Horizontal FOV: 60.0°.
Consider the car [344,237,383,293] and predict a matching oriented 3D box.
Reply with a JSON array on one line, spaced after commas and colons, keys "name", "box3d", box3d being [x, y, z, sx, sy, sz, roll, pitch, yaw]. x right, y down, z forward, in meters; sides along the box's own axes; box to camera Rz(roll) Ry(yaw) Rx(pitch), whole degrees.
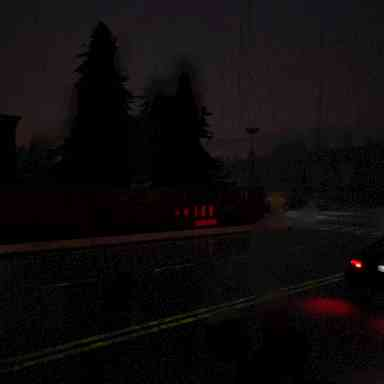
[{"name": "car", "box3d": [5.798, 1.547, 7.918, 5.357, 1.411, 2.033, 0, 0, -35]}]

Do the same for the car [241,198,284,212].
[{"name": "car", "box3d": [8.267, 1.478, 39.447, 1.882, 1.535, 5.008, 0, 0, -35]}]

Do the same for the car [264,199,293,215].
[{"name": "car", "box3d": [7.596, 1.601, 34.329, 1.895, 1.301, 4.718, 0, 0, -35]}]

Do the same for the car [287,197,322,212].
[{"name": "car", "box3d": [12.901, 1.352, 38.953, 2.097, 1.767, 4.553, 0, 0, -35]}]
